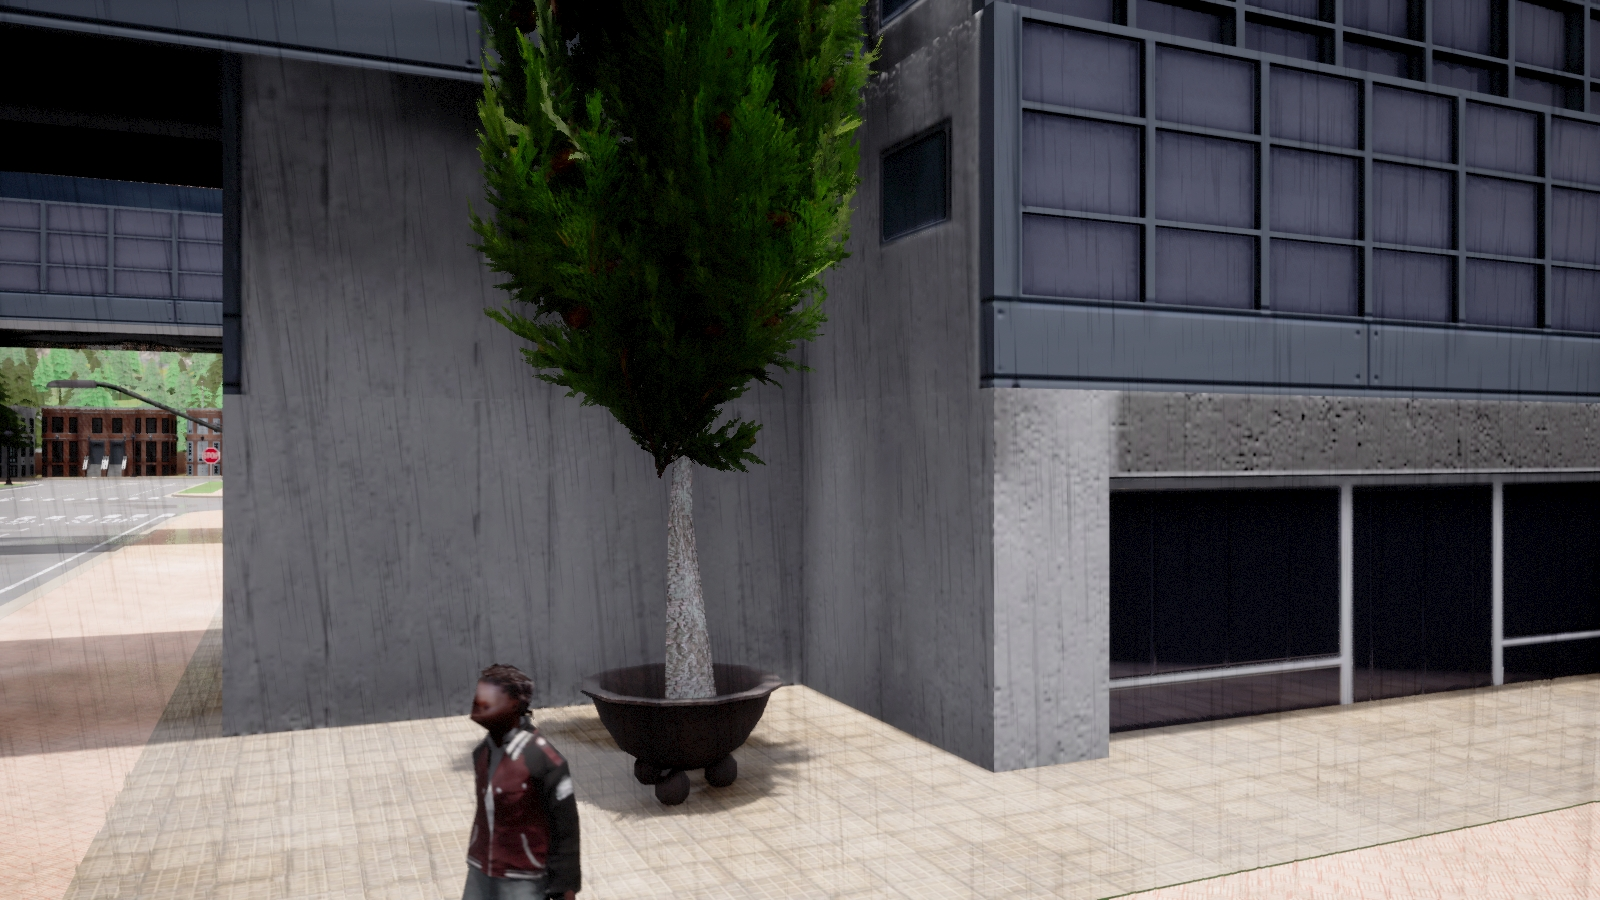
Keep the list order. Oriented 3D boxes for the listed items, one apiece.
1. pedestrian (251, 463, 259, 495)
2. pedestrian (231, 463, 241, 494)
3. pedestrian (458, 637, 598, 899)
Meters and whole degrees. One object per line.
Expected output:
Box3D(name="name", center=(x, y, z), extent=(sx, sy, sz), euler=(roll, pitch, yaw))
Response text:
Box3D(name="pedestrian", center=(-31.839, 1.696, 66.782), extent=(0.375, 1.860, 0.375), euler=(0, 0, -34))
Box3D(name="pedestrian", center=(-33.459, 1.698, 67.732), extent=(0.375, 1.860, 0.375), euler=(0, 0, 26))
Box3D(name="pedestrian", center=(-1.053, 1.698, 4.438), extent=(0.375, 1.860, 0.375), euler=(0, 0, 31))
